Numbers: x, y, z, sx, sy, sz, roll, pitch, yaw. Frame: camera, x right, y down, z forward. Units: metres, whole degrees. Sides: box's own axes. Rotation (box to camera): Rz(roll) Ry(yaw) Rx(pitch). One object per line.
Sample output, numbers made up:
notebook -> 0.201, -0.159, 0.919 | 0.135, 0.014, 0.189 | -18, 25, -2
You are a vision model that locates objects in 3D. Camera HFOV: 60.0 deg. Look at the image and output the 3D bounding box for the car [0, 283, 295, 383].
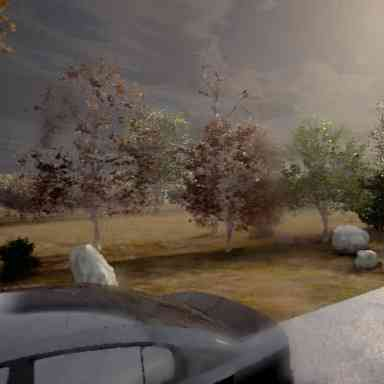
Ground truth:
car -> -1.485, 1.476, 2.015 | 5.008, 1.535, 1.882 | 0, 0, -36
